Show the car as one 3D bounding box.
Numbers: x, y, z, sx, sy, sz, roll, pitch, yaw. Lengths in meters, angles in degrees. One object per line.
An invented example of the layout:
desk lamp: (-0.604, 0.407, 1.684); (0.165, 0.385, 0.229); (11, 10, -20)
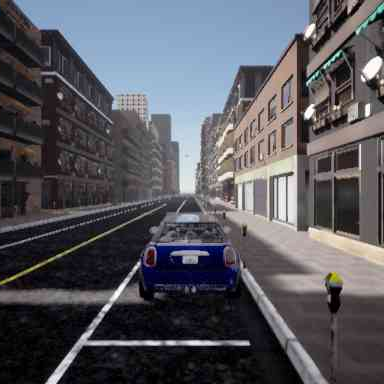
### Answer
car: (-0.032, 1.343, 8.619); (2.097, 1.767, 4.553); (0, 0, 0)
